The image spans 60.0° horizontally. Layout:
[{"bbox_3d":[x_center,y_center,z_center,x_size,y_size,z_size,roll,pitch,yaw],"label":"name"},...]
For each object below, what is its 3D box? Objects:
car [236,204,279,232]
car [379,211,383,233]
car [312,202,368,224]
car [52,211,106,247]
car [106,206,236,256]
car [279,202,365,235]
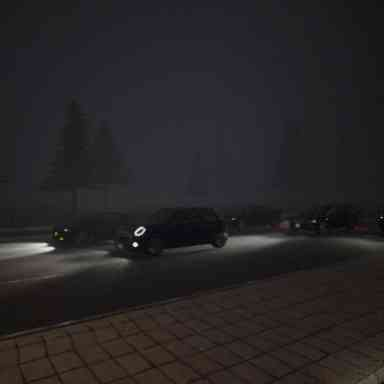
[{"bbox_3d":[3.608,1.531,20.652,4.902,1.511,2.128,0,0,-35],"label":"car"},{"bbox_3d":[12.569,1.263,18.315,5.566,2.045,2.150,0,0,-35],"label":"car"},{"bbox_3d":[11.792,1.570,26.400,4.892,1.490,1.837,0,0,-35],"label":"car"},{"bbox_3d":[-4.091,1.579,15.183,4.181,1.385,1.994,0,0,-35],"label":"car"},{"bbox_3d":[-0.739,1.371,13.267,4.553,1.767,2.097,0,0,-35],"label":"car"},{"bbox_3d":[7.676,1.537,19.245,4.902,1.511,2.128,0,0,-35],"label":"car"}]
